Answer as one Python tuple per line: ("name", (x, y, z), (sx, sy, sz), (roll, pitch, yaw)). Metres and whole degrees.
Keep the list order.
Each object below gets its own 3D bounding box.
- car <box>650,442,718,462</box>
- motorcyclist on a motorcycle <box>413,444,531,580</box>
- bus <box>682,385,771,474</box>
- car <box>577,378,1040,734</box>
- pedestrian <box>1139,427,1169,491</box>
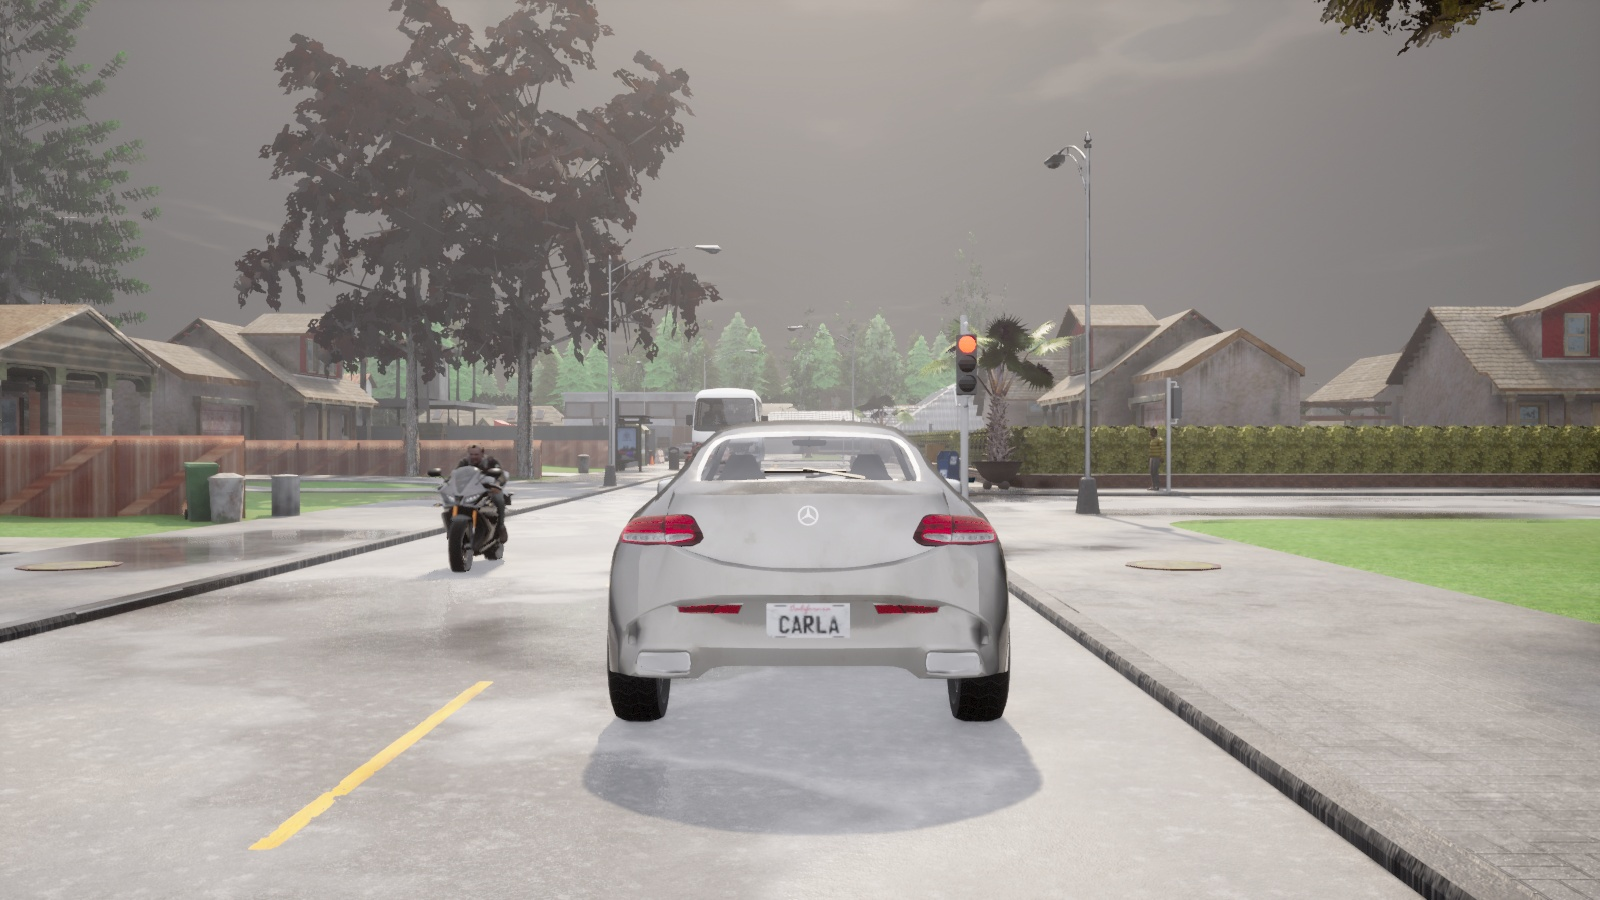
("car", (-9.060, 0.139, 98.499), (4.902, 1.511, 2.128), (0, 0, 12))
("motorcyclist on a motorcycle", (-3.924, 0.692, 15.226), (0.866, 1.530, 2.191), (0, 0, 0))
("bus", (-3.622, -1.001, 65.183), (3.944, 4.253, 10.273), (0, 0, 0))
("car", (0.062, 0.478, 8.355), (2.152, 1.651, 5.027), (0, 0, 1))
("pedestrian", (10.225, 0.260, 36.252), (0.709, 1.840, 0.431), (0, 0, -14))
